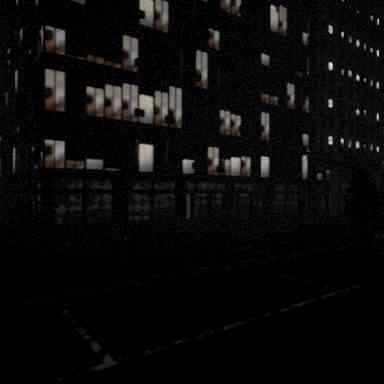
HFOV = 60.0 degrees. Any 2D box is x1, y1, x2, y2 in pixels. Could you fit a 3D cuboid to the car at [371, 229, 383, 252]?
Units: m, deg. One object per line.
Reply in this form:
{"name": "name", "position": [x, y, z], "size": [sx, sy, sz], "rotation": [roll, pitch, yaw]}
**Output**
{"name": "car", "position": [8.663, 1.525, 12.737], "size": [4.829, 1.417, 1.752], "rotation": [0, 0, -36]}
